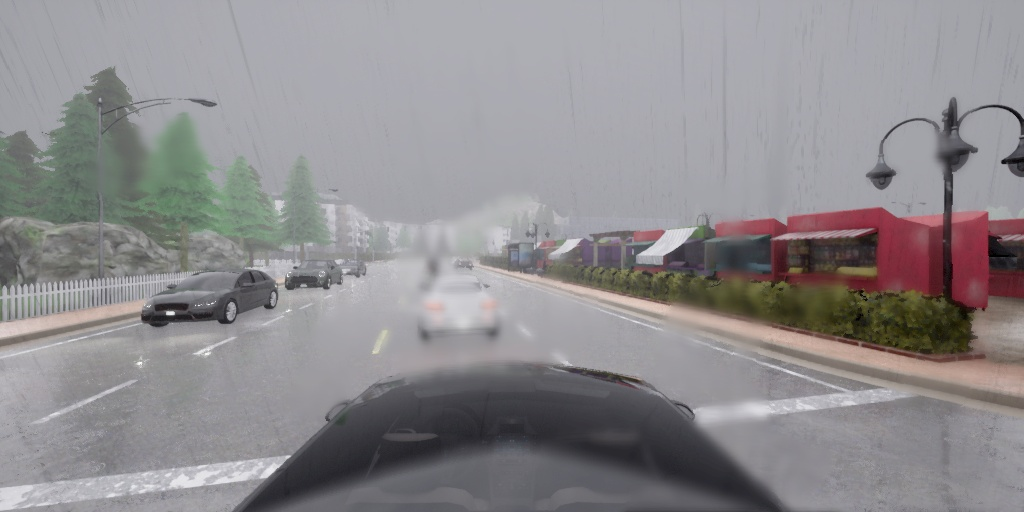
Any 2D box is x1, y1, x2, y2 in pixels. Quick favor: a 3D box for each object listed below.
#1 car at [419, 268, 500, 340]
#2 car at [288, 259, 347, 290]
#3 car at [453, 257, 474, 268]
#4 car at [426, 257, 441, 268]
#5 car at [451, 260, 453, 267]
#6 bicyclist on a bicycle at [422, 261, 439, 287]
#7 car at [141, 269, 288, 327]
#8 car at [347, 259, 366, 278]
[{"bbox_3d":[-1.521,1.225,9.807,1.812,1.442,4.674,0,0,-13],"label":"car"},{"bbox_3d":[-11.490,0.966,21.073,2.097,1.767,4.553,0,0,-13],"label":"car"},{"bbox_3d":[-5.830,1.048,43.775,1.895,1.301,4.718,0,0,-13],"label":"car"},{"bbox_3d":[-11.096,0.898,50.810,1.837,1.490,4.892,0,0,-13],"label":"car"},{"bbox_3d":[-7.890,0.906,52.647,1.812,1.442,4.674,0,0,-13],"label":"car"},{"bbox_3d":[-4.401,1.078,19.642,0.582,1.620,1.656,0,1,25],"label":"bicyclist on a bicycle"},{"bbox_3d":[-9.241,1.190,11.483,1.837,1.490,4.892,0,0,-13],"label":"car"},{"bbox_3d":[-13.734,1.034,30.684,2.128,1.511,4.902,0,0,-13],"label":"car"}]
